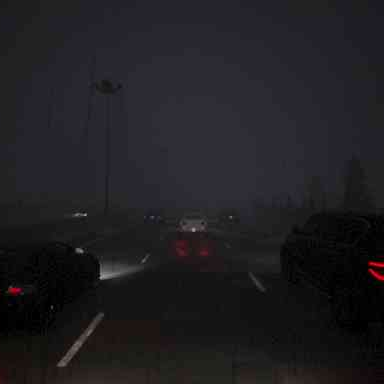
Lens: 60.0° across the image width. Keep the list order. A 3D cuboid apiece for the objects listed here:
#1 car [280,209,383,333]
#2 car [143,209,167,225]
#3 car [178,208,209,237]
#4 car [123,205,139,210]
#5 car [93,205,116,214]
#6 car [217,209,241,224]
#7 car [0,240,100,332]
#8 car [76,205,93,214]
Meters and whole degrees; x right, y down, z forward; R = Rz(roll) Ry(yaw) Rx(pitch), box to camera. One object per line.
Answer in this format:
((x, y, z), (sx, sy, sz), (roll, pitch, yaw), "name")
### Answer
((3.598, 1.368, 7.216), (2.150, 2.045, 5.566), (0, -1, 0), "car")
((-3.409, 2.259, 30.951), (2.033, 1.411, 5.357), (0, -1, 0), "car")
((0.093, 2.012, 21.502), (1.812, 1.442, 4.674), (0, -1, 0), "car")
((-9.837, 2.789, 54.137), (1.812, 1.442, 4.674), (0, -1, 7), "car")
((-13.456, 2.759, 52.748), (1.812, 1.442, 4.674), (0, -1, 6), "car")
((3.590, 2.313, 32.508), (1.994, 1.385, 4.181), (0, -1, 0), "car")
((-3.402, 1.707, 7.096), (1.994, 1.385, 4.181), (0, -1, 0), "car")
((-16.910, 2.815, 53.377), (1.994, 1.385, 4.181), (0, -1, 5), "car")
